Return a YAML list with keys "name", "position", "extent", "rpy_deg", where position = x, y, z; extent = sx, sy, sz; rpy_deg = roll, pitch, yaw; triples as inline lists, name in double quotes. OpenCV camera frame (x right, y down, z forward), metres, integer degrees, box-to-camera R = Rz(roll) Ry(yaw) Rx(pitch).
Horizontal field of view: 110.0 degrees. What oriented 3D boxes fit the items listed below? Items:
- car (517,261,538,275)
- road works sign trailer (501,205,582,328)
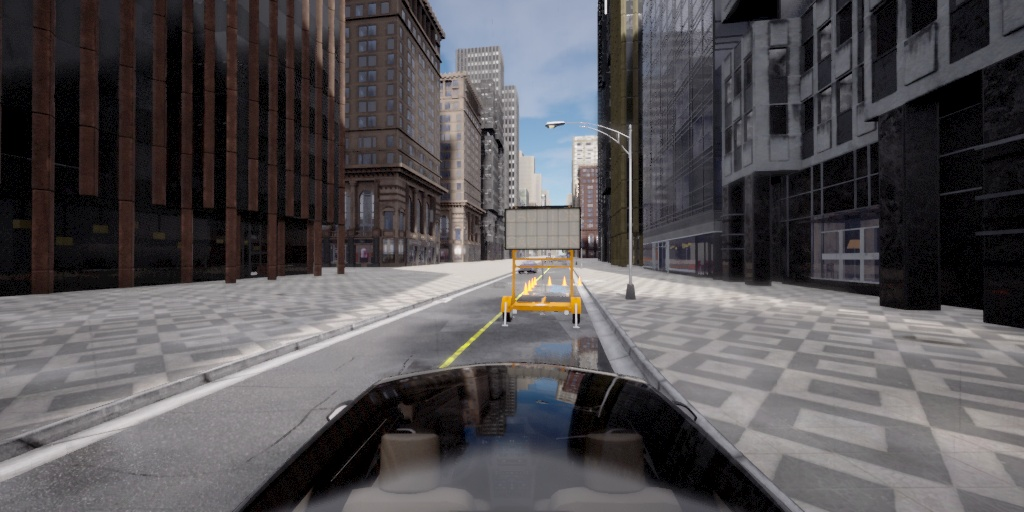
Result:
- name: "car"
  position: [1.766, 1.251, 38.752]
  extent: [2.033, 1.411, 5.357]
  rpy_deg: [0, 0, 8]
- name: "road works sign trailer"
  position: [0.985, 0.211, 11.449]
  extent: [2.380, 3.560, 2.880]
  rpy_deg: [0, 0, 8]
